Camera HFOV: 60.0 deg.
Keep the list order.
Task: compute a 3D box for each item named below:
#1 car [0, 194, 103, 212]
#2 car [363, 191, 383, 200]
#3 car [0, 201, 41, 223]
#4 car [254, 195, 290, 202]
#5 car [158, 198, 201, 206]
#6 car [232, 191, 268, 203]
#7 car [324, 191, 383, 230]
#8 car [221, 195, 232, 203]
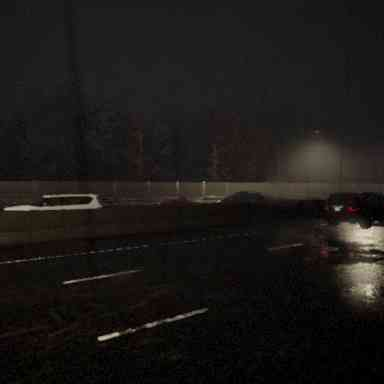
[{"bbox_3d":[-8.088,1.144,19.705,5.566,2.045,2.150,0,0,-35],"label":"car"},{"bbox_3d":[34.722,0.621,63.070,4.553,1.767,2.097,-1,1,-36],"label":"car"},{"bbox_3d":[-14.011,1.480,24.080,5.357,1.411,2.033,-1,0,-35],"label":"car"},{"bbox_3d":[8.262,1.275,31.330,4.181,1.385,1.994,-1,0,-35],"label":"car"},{"bbox_3d":[-1.405,1.341,37.342,4.718,1.301,1.895,-1,0,-35],"label":"car"},{"bbox_3d":[6.871,1.048,34.624,4.553,1.767,2.097,-1,1,-35],"label":"car"},{"bbox_3d":[10.101,1.002,19.682,5.566,2.045,2.150,-1,1,-36],"label":"car"},{"bbox_3d":[5.873,0.902,38.194,5.566,2.045,2.150,0,0,-35],"label":"car"}]
